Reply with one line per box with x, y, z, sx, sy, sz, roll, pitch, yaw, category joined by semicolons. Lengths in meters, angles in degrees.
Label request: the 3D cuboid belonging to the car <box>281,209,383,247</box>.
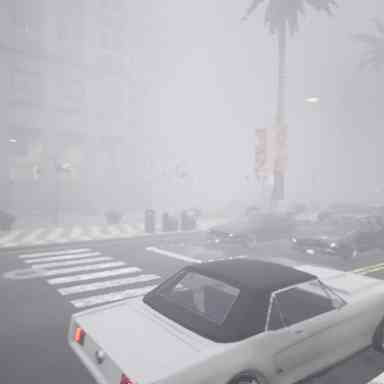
5.938;1.563;12.558;5.357;1.411;2.033;0;0;-39;car

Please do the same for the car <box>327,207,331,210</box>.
11.234;1.543;24.405;4.786;1.482;2.161;0;0;-36;car

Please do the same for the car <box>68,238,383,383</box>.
1.000;1.605;4.460;4.718;1.301;1.895;0;0;-36;car

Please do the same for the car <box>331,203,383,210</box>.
10.884;1.531;20.342;4.892;1.490;1.837;0;0;-35;car

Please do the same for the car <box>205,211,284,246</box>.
3.174;1.562;14.853;5.357;1.411;2.033;0;0;-35;car
